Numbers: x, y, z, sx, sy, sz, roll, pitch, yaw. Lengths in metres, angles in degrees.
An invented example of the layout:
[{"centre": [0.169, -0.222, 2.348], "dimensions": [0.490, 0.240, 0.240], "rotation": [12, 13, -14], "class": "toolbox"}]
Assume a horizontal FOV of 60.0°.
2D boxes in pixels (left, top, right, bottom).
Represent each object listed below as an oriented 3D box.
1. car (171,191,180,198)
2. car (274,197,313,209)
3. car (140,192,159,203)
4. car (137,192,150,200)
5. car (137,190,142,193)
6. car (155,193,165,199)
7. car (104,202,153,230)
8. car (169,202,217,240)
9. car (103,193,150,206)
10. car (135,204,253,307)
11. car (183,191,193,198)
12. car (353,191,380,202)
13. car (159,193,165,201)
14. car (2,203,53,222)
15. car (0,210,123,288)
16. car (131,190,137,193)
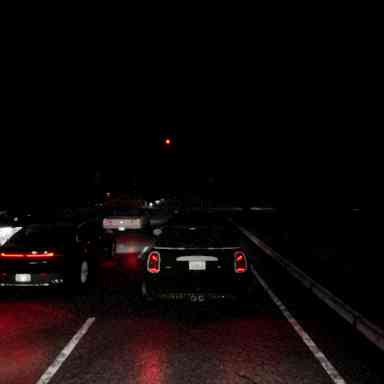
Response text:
[{"centre": [-4.155, 0.681, 85.595], "dimensions": [1.837, 1.490, 4.892], "rotation": [0, 1, -4], "class": "car"}, {"centre": [12.126, 1.301, 39.167], "dimensions": [4.718, 1.301, 1.895], "rotation": [0, 1, -3], "class": "car"}, {"centre": [-7.200, 1.098, 56.020], "dimensions": [2.033, 1.411, 5.357], "rotation": [0, 1, 0], "class": "car"}, {"centre": [-10.732, 0.885, 73.537], "dimensions": [2.128, 1.511, 4.902], "rotation": [0, 1, -1], "class": "car"}, {"centre": [-10.681, 0.701, 63.313], "dimensions": [2.150, 2.045, 5.566], "rotation": [0, 1, 0], "class": "car"}, {"centre": [-7.301, 0.861, 76.515], "dimensions": [2.033, 1.411, 5.357], "rotation": [0, 1, -1], "class": "car"}, {"centre": [-3.435, 1.484, 18.466], "dimensions": [1.895, 1.301, 4.718], "rotation": [0, 1, 0], "class": "car"}, {"centre": [0.061, 1.386, 17.289], "dimensions": [2.128, 1.511, 4.902], "rotation": [0, 1, 1], "class": "car"}, {"centre": [-7.770, 1.183, 38.603], "dimensions": [5.008, 1.535, 1.882], "rotation": [-1, 2, -43], "class": "car"}, {"centre": [0.088, 1.322, 8.092], "dimensions": [2.097, 1.767, 4.553], "rotation": [0, 0, 0], "class": "car"}, {"centre": [-0.680, 0.697, 86.096], "dimensions": [1.812, 1.442, 4.674], "rotation": [0, 1, -4], "class": "car"}, {"centre": [21.877, 0.917, 39.734], "dimensions": [5.566, 2.045, 2.150], "rotation": [0, 1, -3], "class": "car"}, {"centre": [-7.171, 0.997, 66.088], "dimensions": [2.033, 1.411, 5.357], "rotation": [0, 1, 1], "class": "car"}, {"centre": [-10.646, 1.417, 21.846], "dimensions": [1.994, 1.385, 4.181], "rotation": [0, 1, -4], "class": "car"}, {"centre": [-3.415, 1.467, 9.145], "dimensions": [1.837, 1.490, 4.892], "rotation": [0, 0, 0], "class": "car"}, {"centre": [-10.695, 0.922, 53.872], "dimensions": [2.097, 1.767, 4.553], "rotation": [0, 1, 0], "class": "car"}]
